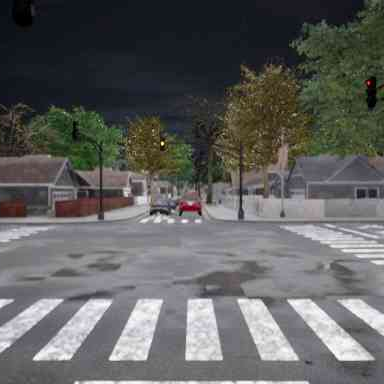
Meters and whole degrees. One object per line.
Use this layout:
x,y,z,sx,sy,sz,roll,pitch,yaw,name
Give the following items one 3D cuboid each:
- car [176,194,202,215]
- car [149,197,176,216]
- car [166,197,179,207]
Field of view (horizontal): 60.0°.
-0.153,1.233,33.635,2.150,2.045,5.566,0,0,0,car
-3.041,1.559,33.088,2.033,1.411,5.357,0,0,0,car
-3.047,1.556,53.227,1.812,1.442,4.674,0,0,0,car
